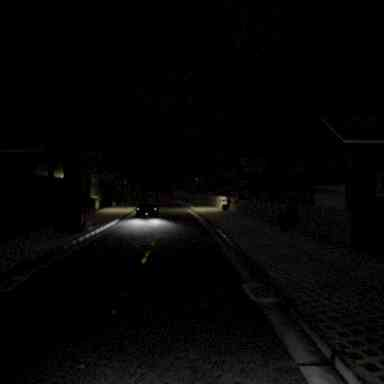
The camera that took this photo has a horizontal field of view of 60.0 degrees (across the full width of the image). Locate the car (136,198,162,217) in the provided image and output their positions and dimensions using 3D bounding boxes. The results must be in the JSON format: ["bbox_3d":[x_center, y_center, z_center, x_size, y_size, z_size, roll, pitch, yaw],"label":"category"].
[{"bbox_3d":[-3.913,1.512,29.795,1.895,1.301,4.718,0,0,-4],"label":"car"}]

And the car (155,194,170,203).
[{"bbox_3d":[-5.734,1.275,67.872,2.097,1.767,4.553,0,0,-10],"label":"car"}]

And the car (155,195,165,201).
[{"bbox_3d":[-7.508,1.358,77.797,1.837,1.490,4.892,0,0,-11],"label":"car"}]
